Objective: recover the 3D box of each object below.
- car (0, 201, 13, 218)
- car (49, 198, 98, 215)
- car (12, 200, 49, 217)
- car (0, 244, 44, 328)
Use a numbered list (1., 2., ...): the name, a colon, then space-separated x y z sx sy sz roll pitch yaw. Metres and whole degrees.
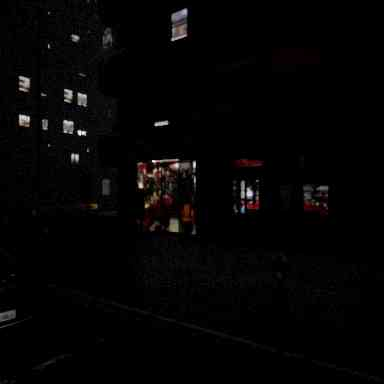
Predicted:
1. car: -14.548 1.454 21.312 1.895 1.301 4.718 0 1 39
2. car: -10.908 1.236 30.476 1.752 1.417 4.829 1 1 35
3. car: -13.999 1.337 26.052 2.008 1.369 4.403 1 1 35
4. car: -4.438 1.548 6.040 4.403 1.369 2.008 0 0 36
